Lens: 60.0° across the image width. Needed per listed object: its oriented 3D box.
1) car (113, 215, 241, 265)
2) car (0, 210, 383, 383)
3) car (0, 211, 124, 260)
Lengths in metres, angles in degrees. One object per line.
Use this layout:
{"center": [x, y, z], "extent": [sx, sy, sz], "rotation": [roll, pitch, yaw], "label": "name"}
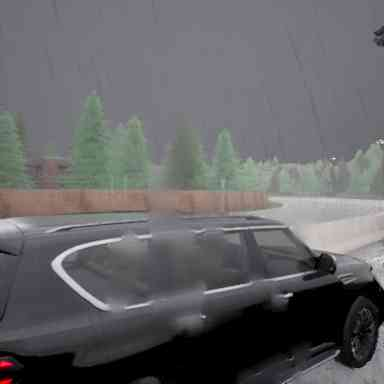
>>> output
{"center": [-0.433, 1.672, 12.728], "extent": [4.718, 1.301, 1.895], "rotation": [0, 0, -40], "label": "car"}
{"center": [0.183, 1.246, 4.050], "extent": [5.566, 2.045, 2.150], "rotation": [0, 0, -38], "label": "car"}
{"center": [-5.266, 1.592, 13.352], "extent": [4.674, 1.442, 1.812], "rotation": [0, 0, -38], "label": "car"}
